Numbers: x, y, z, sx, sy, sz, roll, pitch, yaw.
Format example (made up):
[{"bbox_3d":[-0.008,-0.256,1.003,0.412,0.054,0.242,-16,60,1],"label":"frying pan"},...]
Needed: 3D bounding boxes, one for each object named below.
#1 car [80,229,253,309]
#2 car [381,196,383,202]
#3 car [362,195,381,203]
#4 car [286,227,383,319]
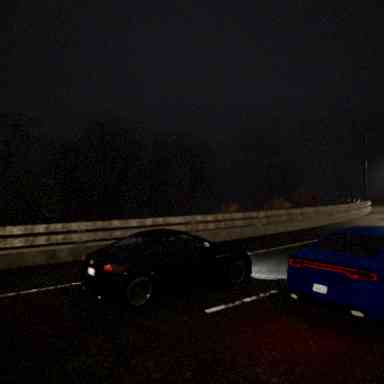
[{"bbox_3d":[-0.479,1.594,8.042,4.181,1.385,1.994,0,0,-38],"label":"car"},{"bbox_3d":[42.094,1.570,72.306,2.033,1.411,5.357,0,0,8],"label":"car"},{"bbox_3d":[38.649,1.580,72.920,2.033,1.411,5.357,0,0,8],"label":"car"},{"bbox_3d":[4.108,1.496,7.236,5.008,1.535,1.882,0,0,-39],"label":"car"}]
